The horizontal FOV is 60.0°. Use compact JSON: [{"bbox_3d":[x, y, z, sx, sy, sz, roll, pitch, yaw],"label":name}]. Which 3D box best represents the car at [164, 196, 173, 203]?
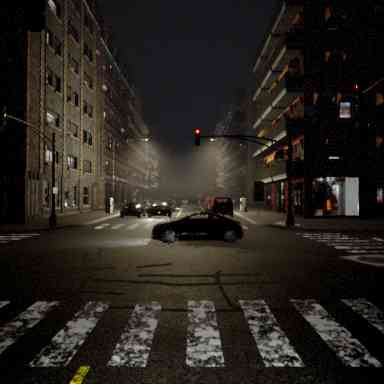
[{"bbox_3d":[-5.215,1.671,74.453,1.752,1.417,4.829,1,0,0],"label":"car"}]

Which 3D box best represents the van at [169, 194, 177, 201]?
[{"bbox_3d":[-5.193,1.589,91.317,1.690,1.788,3.998,1,0,0],"label":"van"}]

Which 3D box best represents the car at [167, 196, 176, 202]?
[{"bbox_3d":[-5.203,1.765,85.752,2.008,1.369,4.403,1,0,0],"label":"car"}]

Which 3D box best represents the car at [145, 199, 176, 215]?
[{"bbox_3d":[-2.805,1.575,30.393,1.994,1.385,4.181,0,0,0],"label":"car"}]

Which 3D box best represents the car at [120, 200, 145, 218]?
[{"bbox_3d":[-5.264,1.577,30.128,1.947,1.339,4.313,1,0,0],"label":"car"}]

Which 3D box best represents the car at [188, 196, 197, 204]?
[{"bbox_3d":[0.153,1.601,70.349,1.882,1.535,5.008,0,0,0],"label":"car"}]

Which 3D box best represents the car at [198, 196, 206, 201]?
[{"bbox_3d":[2.683,1.814,91.338,1.947,1.339,4.313,1,0,0],"label":"car"}]

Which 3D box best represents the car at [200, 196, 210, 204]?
[{"bbox_3d":[2.659,1.557,69.087,1.967,1.590,4.097,1,0,0],"label":"car"}]

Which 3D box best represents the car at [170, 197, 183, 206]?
[{"bbox_3d":[-2.680,1.619,59.568,2.033,1.411,5.357,0,0,0],"label":"car"}]

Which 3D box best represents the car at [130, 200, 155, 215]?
[{"bbox_3d":[-5.257,1.581,35.689,1.947,1.339,4.313,1,0,0],"label":"car"}]

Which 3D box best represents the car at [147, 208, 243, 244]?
[{"bbox_3d":[0.254,1.599,15.335,4.181,1.385,1.994,0,-1,0],"label":"car"}]

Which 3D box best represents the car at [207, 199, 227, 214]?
[{"bbox_3d":[2.623,1.540,35.894,1.752,1.417,4.829,1,0,0],"label":"car"}]

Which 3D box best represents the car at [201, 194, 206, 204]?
[{"bbox_3d":[2.632,1.336,41.289,2.192,1.841,5.009,1,0,0],"label":"car"}]

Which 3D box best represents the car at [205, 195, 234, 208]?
[{"bbox_3d":[2.621,1.327,30.165,2.192,1.841,5.009,1,0,0],"label":"car"}]

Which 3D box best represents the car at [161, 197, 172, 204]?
[{"bbox_3d":[-5.222,1.667,69.061,2.008,1.369,4.403,1,0,0],"label":"car"}]

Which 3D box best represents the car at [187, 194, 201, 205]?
[{"bbox_3d":[0.175,1.550,59.909,1.882,1.535,5.008,0,0,0],"label":"car"}]

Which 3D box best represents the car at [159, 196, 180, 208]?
[{"bbox_3d":[-2.786,1.523,39.273,1.837,1.490,4.892,0,0,0],"label":"car"}]

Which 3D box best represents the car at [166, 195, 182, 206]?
[{"bbox_3d":[-2.721,1.601,49.207,1.994,1.385,4.181,0,0,1],"label":"car"}]
